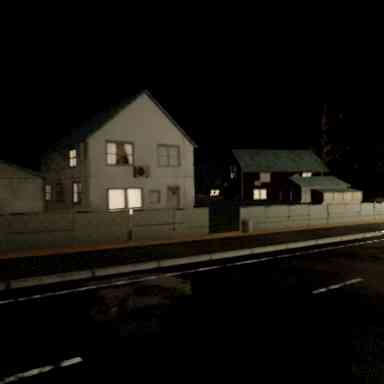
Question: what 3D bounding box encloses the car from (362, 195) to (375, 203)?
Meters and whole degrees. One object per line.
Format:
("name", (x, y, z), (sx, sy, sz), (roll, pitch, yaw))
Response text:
("car", (30.517, 1.336, 59.689), (2.097, 1.767, 4.553), (-1, 1, -15))
